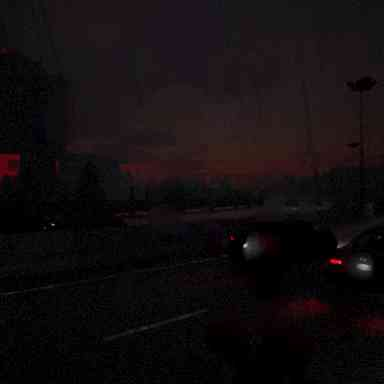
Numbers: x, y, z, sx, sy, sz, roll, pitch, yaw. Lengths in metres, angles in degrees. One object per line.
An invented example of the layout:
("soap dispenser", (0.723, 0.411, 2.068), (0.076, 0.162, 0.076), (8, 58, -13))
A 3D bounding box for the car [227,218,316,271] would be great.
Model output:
("car", (3.123, 1.570, 11.112), (4.181, 1.385, 1.994), (0, 0, -41))

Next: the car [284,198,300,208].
("car", (15.637, 1.709, 51.712), (2.033, 1.411, 5.357), (0, 0, 24))

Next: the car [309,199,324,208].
("car", (19.383, 1.709, 51.704), (1.994, 1.385, 4.181), (0, 0, 23))

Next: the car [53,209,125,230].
("car", (-5.697, 1.596, 17.588), (4.181, 1.385, 1.994), (0, 0, -41))

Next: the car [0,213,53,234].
("car", (-7.646, 1.625, 11.555), (4.718, 1.301, 1.895), (0, 0, -37))

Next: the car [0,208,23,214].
("car", (-10.758, 1.584, 17.916), (5.357, 1.411, 2.033), (0, 0, -37))

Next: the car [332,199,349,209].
("car", (19.598, 1.644, 43.740), (2.033, 1.411, 5.357), (0, 0, 28))

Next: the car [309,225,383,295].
("car", (5.296, 1.545, 8.257), (5.357, 1.411, 2.033), (0, 0, -41))
